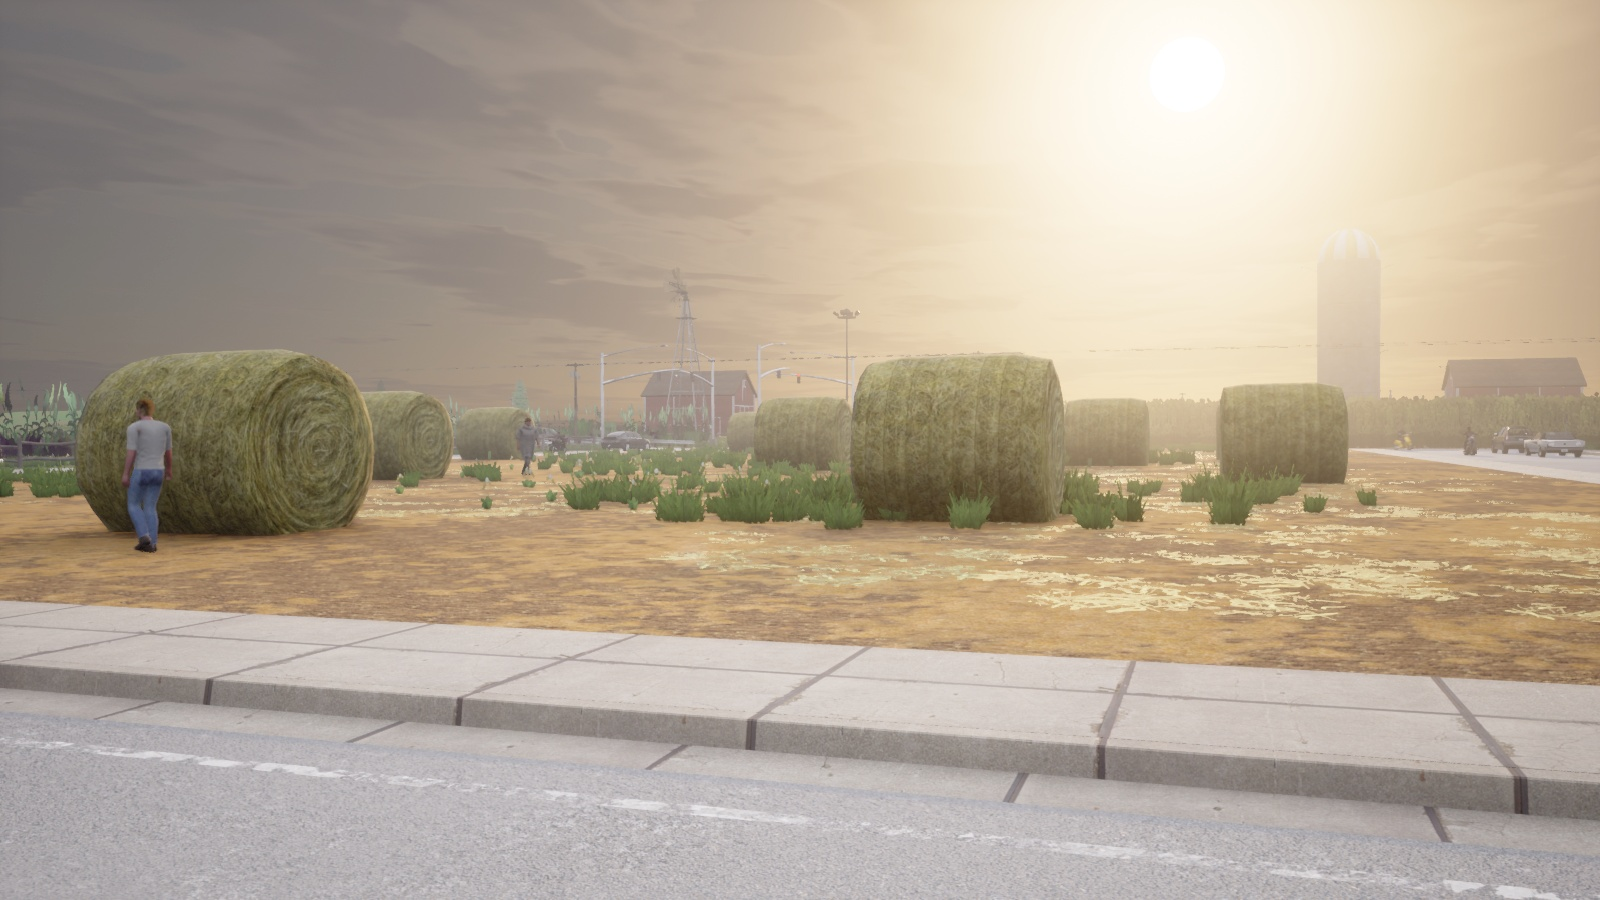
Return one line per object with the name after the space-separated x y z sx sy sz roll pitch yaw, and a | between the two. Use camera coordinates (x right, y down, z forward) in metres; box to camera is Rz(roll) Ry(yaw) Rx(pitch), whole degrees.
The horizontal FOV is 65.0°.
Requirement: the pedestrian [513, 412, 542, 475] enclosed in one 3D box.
-8.467 -0.204 39.004 0.659 1.952 0.873 0 1 -30 | pedestrian

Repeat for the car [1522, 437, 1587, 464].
39.381 -0.003 65.668 1.895 1.301 4.718 1 1 18 | car

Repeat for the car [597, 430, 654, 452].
-12.362 -0.680 89.347 1.837 1.490 4.892 1 1 21 | car

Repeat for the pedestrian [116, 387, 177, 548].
-7.655 0.198 14.706 0.706 1.836 0.354 1 1 36 | pedestrian

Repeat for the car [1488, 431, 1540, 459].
42.001 -0.328 73.940 1.851 1.617 3.988 1 1 18 | car

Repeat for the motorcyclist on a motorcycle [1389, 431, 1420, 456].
40.418 -0.433 83.973 0.866 1.590 1.817 -2 1 -11 | motorcyclist on a motorcycle

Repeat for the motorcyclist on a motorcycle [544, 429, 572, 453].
-15.617 -0.582 81.036 0.797 1.523 2.044 1 1 21 | motorcyclist on a motorcycle

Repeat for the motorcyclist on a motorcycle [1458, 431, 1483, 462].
36.650 -0.211 68.631 0.766 1.649 2.350 1 1 18 | motorcyclist on a motorcycle
